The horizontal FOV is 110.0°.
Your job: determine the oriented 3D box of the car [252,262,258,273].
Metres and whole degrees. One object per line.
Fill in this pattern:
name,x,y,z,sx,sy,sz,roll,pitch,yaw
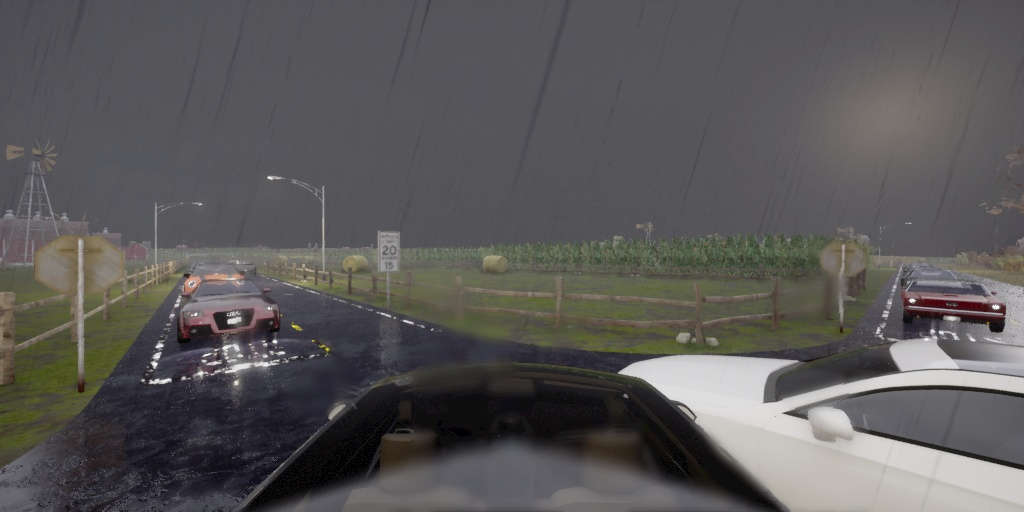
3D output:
car,-26.716,1.264,35.792,2.128,1.511,4.902,0,0,-41

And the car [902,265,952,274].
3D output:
car,20.727,1.348,17.761,5.357,1.411,2.033,0,1,-42

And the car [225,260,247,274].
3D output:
car,-33.381,1.281,43.300,1.837,1.490,4.892,0,0,-41

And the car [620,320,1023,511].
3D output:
car,2.853,1.293,2.269,1.812,1.442,4.674,0,1,-43

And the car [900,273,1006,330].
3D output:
car,13.600,1.389,11.251,4.718,1.301,1.895,0,1,-43

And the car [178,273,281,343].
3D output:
car,-7.869,1.351,9.937,1.994,1.385,4.181,0,0,-42

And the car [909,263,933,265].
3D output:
car,27.528,1.380,23.965,4.181,1.385,1.994,0,1,-42

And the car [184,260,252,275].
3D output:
car,-13.596,1.132,16.463,2.097,1.767,4.553,0,0,-41
